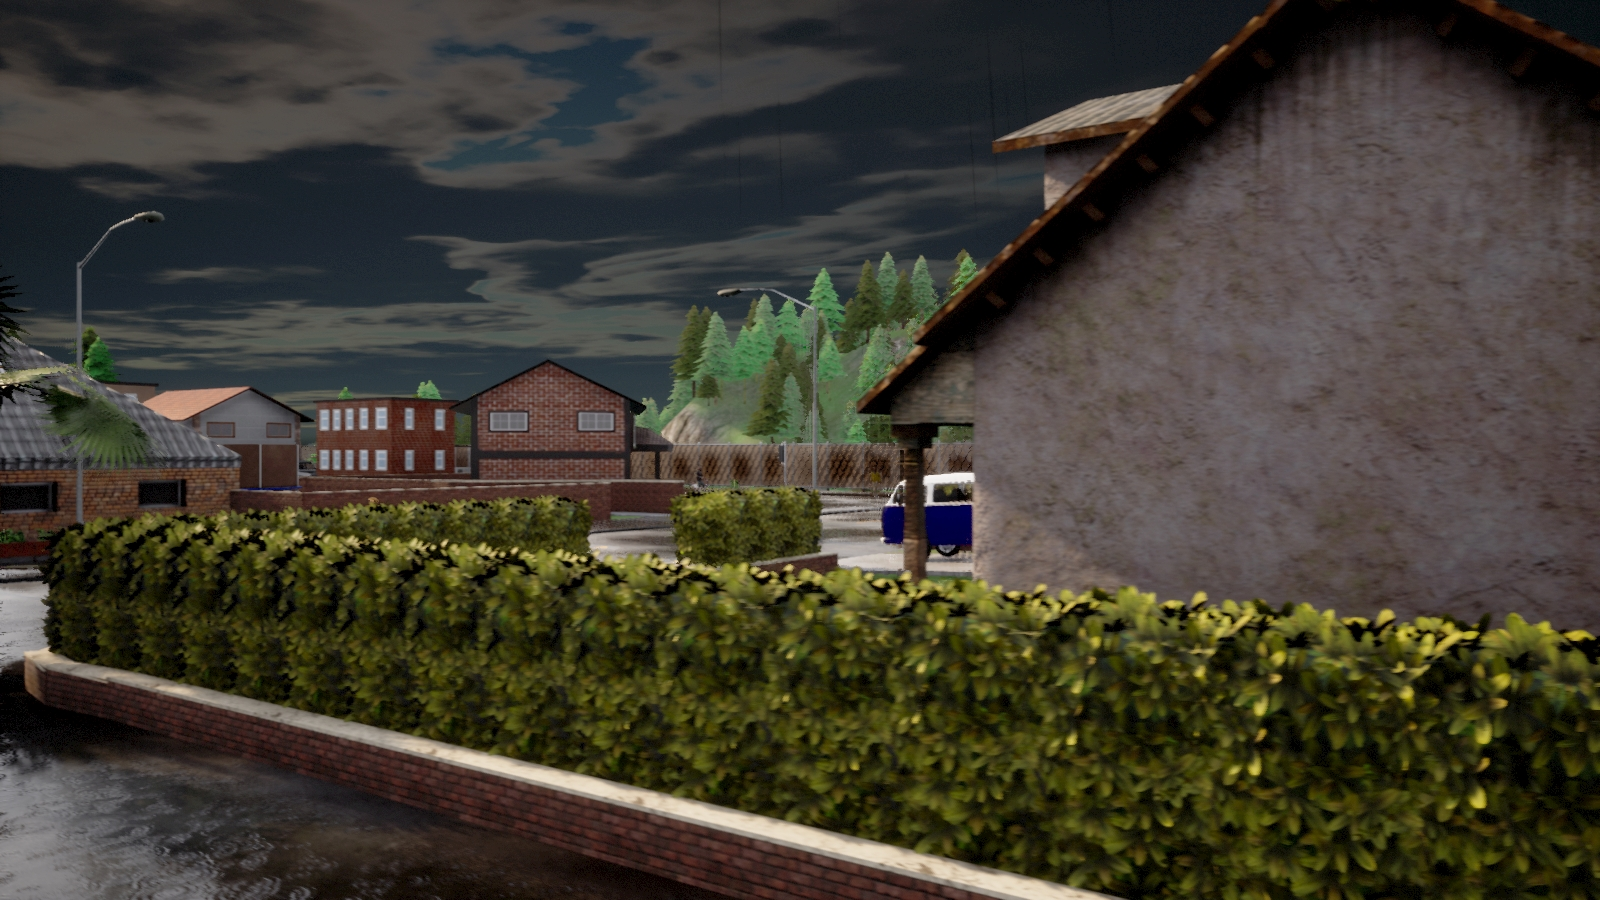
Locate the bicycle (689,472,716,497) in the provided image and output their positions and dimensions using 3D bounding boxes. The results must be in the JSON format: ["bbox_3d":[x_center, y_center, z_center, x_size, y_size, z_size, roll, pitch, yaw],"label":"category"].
[{"bbox_3d":[-5.910,2.062,69.019,1.835,1.471,0.329,0,0,35],"label":"bicycle"}]

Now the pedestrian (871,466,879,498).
[{"bbox_3d":[4.410,1.850,67.072,0.375,1.860,0.375,0,0,15],"label":"pedestrian"}]
